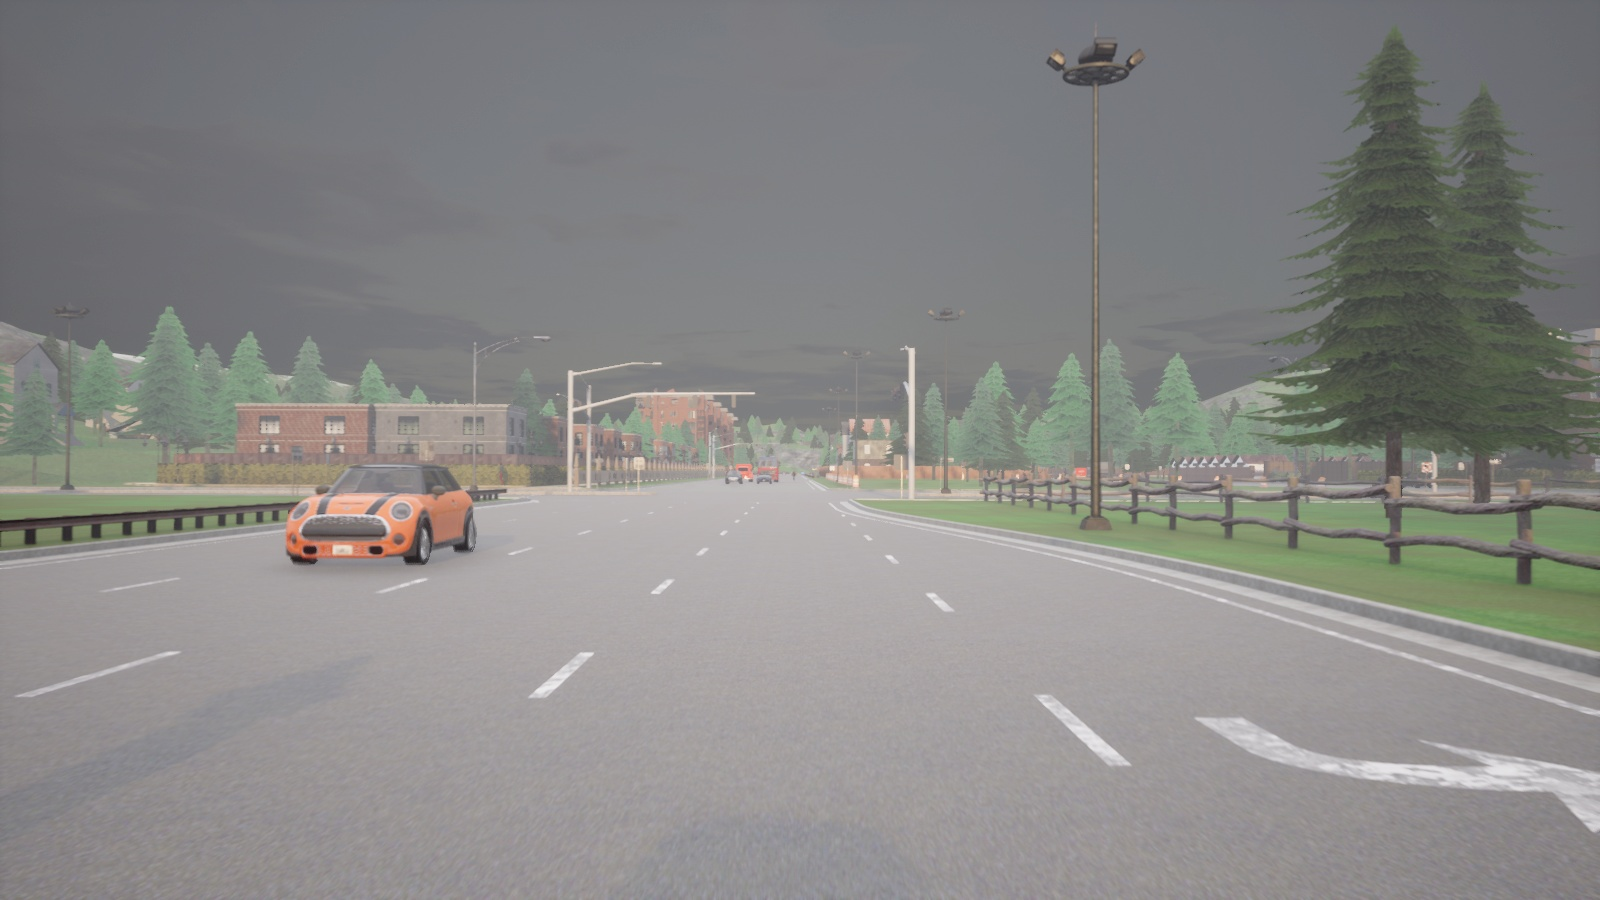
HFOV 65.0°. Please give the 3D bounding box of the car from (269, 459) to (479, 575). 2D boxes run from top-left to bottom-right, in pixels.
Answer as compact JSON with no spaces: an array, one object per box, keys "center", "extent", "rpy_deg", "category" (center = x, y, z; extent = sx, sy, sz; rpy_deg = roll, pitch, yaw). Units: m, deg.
[{"center":[-7.107,1.061,21.539],"extent":[2.097,1.767,4.553],"rpy_deg":[0,-1,-1],"category":"car"}]
